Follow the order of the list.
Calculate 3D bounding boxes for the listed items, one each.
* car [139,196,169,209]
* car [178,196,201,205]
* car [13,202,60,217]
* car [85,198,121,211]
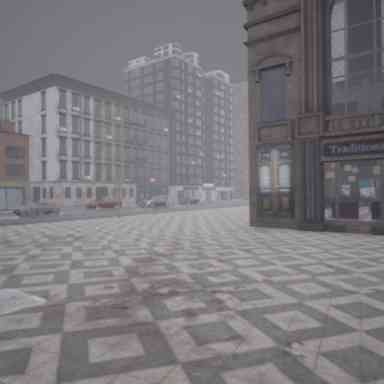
[{"bbox_3d":[-5.289,1.396,46.418,2.097,1.767,4.553,-1,0,36],"label":"car"},{"bbox_3d":[-0.403,1.559,58.736,1.882,1.535,5.008,-1,0,35],"label":"car"},{"bbox_3d":[-15.160,1.642,32.568,1.994,1.385,4.181,-1,0,35],"label":"car"},{"bbox_3d":[-11.499,1.572,43.311,1.882,1.535,5.008,-1,0,35],"label":"car"}]
